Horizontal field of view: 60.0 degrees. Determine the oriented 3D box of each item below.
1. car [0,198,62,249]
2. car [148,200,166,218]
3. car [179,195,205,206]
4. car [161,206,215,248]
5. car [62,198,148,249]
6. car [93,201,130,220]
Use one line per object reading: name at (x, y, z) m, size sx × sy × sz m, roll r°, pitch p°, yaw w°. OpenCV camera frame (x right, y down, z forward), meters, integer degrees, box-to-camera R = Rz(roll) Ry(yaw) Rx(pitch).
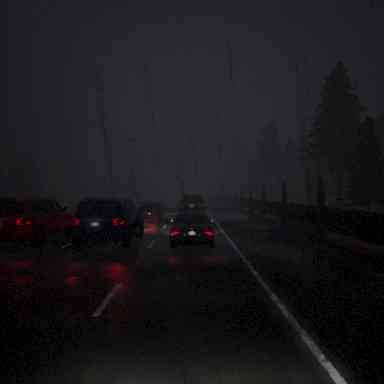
car at (-7.000, 1.255, 14.680) m, size 2.150 × 2.045 × 5.566 m, roll 0°, pitch 0°, yaw 0°
car at (-3.500, 1.514, 29.650) m, size 1.837 × 1.490 × 4.892 m, roll 0°, pitch 0°, yaw 0°
car at (0.000, 1.255, 29.680) m, size 2.150 × 2.045 × 5.566 m, roll 0°, pitch 0°, yaw 0°
car at (0.000, 1.560, 14.650) m, size 2.033 × 1.411 × 5.357 m, roll 0°, pitch 0°, yaw 0°
car at (-3.500, 1.255, 14.680) m, size 2.150 × 2.045 × 5.566 m, roll 0°, pitch 0°, yaw 0°
car at (-7.000, 1.560, 29.650) m, size 2.033 × 1.411 × 5.357 m, roll 0°, pitch 0°, yaw 0°
